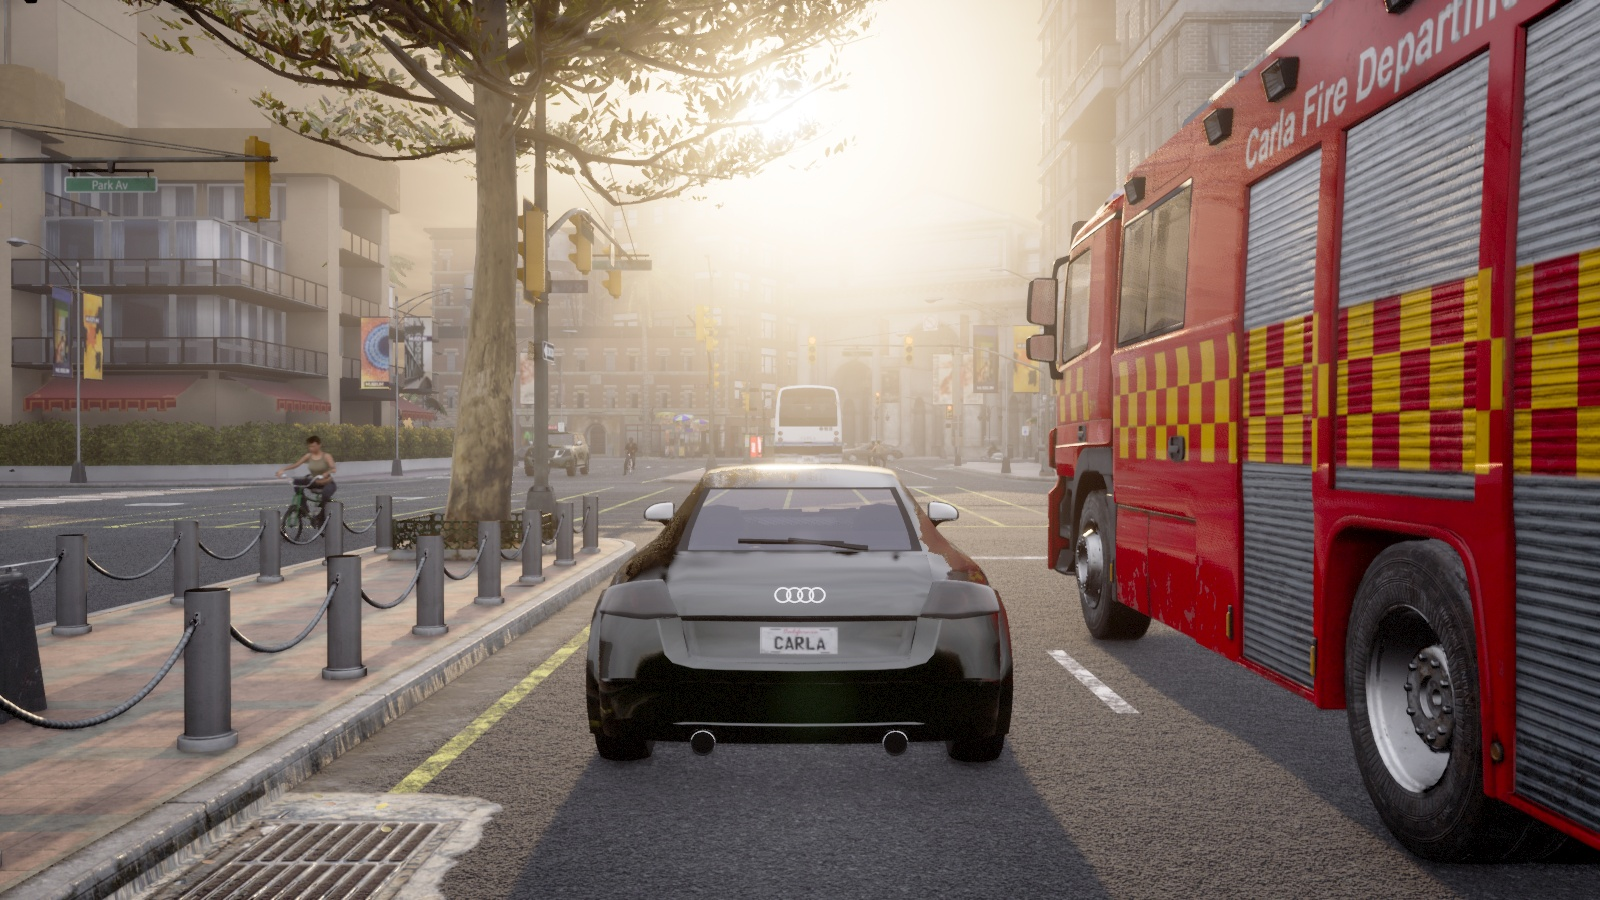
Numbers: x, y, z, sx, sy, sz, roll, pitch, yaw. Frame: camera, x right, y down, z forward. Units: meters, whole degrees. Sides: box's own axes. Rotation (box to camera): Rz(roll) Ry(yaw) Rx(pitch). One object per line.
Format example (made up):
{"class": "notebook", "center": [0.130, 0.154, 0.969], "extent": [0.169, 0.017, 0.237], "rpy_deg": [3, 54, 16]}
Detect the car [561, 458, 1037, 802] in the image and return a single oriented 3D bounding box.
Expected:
{"class": "car", "center": [0.005, 0.769, 7.352], "extent": [1.994, 1.385, 4.181], "rpy_deg": [0, 0, 0]}

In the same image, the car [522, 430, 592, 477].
{"class": "car", "center": [-11.115, 0.130, 57.873], "extent": [2.150, 2.045, 5.566], "rpy_deg": [0, 0, 0]}

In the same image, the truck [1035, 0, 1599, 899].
{"class": "truck", "center": [3.562, -0.456, 7.201], "extent": [2.891, 3.827, 8.468], "rpy_deg": [0, 0, 0]}

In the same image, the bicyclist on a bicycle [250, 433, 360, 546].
{"class": "bicyclist on a bicycle", "center": [-7.465, 0.570, 18.999], "extent": [0.866, 1.612, 1.509], "rpy_deg": [1, 1, 10]}

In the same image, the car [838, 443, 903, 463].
{"class": "car", "center": [5.367, 0.215, 95.774], "extent": [4.892, 1.490, 1.837], "rpy_deg": [0, 0, 0]}

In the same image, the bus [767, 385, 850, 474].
{"class": "bus", "center": [0.433, -0.997, 65.120], "extent": [3.944, 4.253, 10.273], "rpy_deg": [0, 0, 0]}
